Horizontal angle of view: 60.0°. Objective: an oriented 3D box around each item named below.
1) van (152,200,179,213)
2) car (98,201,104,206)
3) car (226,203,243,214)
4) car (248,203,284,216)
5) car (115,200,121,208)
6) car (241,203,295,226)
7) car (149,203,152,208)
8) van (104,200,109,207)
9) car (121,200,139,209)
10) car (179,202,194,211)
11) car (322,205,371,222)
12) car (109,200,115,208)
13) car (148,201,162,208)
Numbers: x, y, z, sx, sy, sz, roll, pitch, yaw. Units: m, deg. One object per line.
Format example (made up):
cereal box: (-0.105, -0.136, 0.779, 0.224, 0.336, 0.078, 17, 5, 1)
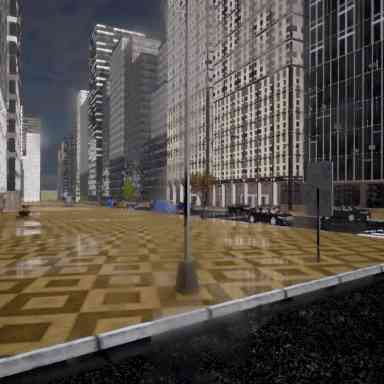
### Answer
van: (-3.709, 2.005, 46.194, 1.690, 1.788, 3.998, -1, -1, -26)
car: (-23.297, 3.053, 86.695, 1.887, 1.381, 4.507, -1, -1, -26)
car: (6.288, 2.168, 44.777, 1.947, 1.339, 4.313, -1, -1, -26)
car: (8.737, 2.068, 39.714, 1.947, 1.339, 4.313, -1, -1, -26)
car: (-13.428, 2.602, 66.291, 1.752, 1.417, 4.829, -1, -1, -26)
car: (6.091, 1.813, 25.938, 2.008, 1.369, 4.403, -1, -1, -26)
car: (-7.035, 2.558, 66.386, 1.837, 1.490, 4.892, 0, -1, -26)
van: (-18.403, 2.634, 76.571, 1.690, 1.788, 3.998, -1, -1, -26)
car: (-11.052, 2.525, 61.380, 2.008, 1.369, 4.403, -1, -1, -26)
car: (-1.229, 2.333, 54.394, 1.812, 1.442, 4.674, 0, -2, -26)
car: (13.635, 1.854, 29.587, 2.008, 1.369, 4.403, -1, -1, -26)
car: (-15.950, 2.731, 71.507, 1.887, 1.381, 4.507, -1, -1, -26)
car: (-8.406, 2.808, 75.155, 1.802, 1.307, 4.206, -1, -1, -26)
